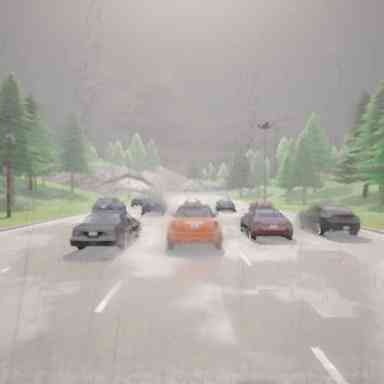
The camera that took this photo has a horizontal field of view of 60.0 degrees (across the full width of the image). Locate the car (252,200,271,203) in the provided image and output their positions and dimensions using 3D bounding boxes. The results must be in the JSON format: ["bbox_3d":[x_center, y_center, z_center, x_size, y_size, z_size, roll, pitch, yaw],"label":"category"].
[{"bbox_3d":[7.054,1.426,33.991,1.895,1.301,4.718,0,0,0],"label":"car"}]

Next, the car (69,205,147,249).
[{"bbox_3d":[-3.405,1.475,14.018,2.033,1.411,5.357,0,0,1],"label":"car"}]

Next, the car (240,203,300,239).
[{"bbox_3d":[3.596,1.479,16.638,1.994,1.385,4.181,0,0,0],"label":"car"}]

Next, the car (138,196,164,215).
[{"bbox_3d":[-3.463,1.189,31.651,2.097,1.767,4.553,0,0,1],"label":"car"}]

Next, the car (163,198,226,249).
[{"bbox_3d":[0.096,1.276,14.356,2.097,1.767,4.553,0,0,0],"label":"car"}]

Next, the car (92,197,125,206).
[{"bbox_3d":[-6.995,1.206,28.403,2.097,1.767,4.553,0,0,0],"label":"car"}]

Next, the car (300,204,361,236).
[{"bbox_3d":[7.096,1.411,17.718,1.837,1.490,4.892,0,0,0],"label":"car"}]

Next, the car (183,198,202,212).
[{"bbox_3d":[0.066,1.378,36.359,1.994,1.385,4.181,0,0,0],"label":"car"}]

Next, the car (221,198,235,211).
[{"bbox_3d":[3.568,1.377,36.514,1.994,1.385,4.181,0,0,0],"label":"car"}]

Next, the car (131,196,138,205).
[{"bbox_3d":[-6.942,1.276,44.921,1.837,1.490,4.892,0,1,0],"label":"car"}]
